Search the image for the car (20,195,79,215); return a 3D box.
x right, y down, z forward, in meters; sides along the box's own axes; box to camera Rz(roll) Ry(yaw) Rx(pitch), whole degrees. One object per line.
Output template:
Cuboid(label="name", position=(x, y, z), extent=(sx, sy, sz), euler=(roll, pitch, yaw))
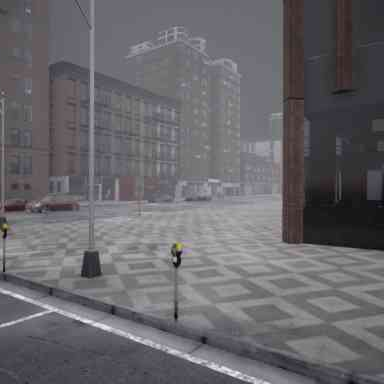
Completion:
Cuboid(label="car", position=(-12.802, 1.064, 30.620), extent=(2.097, 1.767, 4.553), euler=(0, 1, 36))

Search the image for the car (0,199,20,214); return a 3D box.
Cuboid(label="car", position=(-16.689, 1.326, 30.783), extent=(1.895, 1.301, 4.718), euler=(0, 1, 36))

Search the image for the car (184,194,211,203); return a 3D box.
Cuboid(label="car", position=(0.867, 0.991, 49.591), extent=(1.895, 1.301, 4.718), euler=(0, 1, 36))

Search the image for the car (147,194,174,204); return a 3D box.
Cuboid(label="car", position=(-4.448, 0.999, 47.791), extent=(1.994, 1.385, 4.181), euler=(0, 1, 36))
